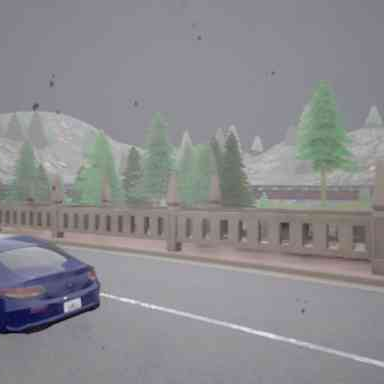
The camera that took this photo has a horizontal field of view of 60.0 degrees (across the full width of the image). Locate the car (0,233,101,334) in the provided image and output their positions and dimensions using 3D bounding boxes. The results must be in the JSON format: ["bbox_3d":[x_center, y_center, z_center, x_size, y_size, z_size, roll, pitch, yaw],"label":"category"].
[{"bbox_3d":[-3.717,1.503,6.131,4.674,1.442,1.812,0,0,32],"label":"car"}]
